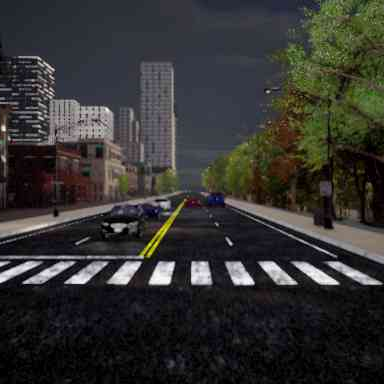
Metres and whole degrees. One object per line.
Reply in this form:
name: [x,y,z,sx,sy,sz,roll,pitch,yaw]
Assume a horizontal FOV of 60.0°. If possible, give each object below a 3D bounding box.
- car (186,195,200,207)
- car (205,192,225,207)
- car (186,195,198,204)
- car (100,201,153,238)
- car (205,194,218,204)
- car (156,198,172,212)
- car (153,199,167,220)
car: [0.135,1.331,47.298,1.994,1.385,4.181,0,0,-1]
car: [3.377,0.990,46.906,2.150,2.045,5.566,0,0,0]
car: [0.035,1.280,57.250,1.994,1.385,4.181,0,0,0]
car: [-3.394,1.407,17.159,2.128,1.511,4.902,0,0,-3]
car: [3.280,1.192,57.483,1.882,1.535,5.008,0,0,0]
car: [-3.320,1.346,36.539,1.812,1.442,4.674,0,0,0]
car: [-3.335,1.471,26.507,1.895,1.301,4.718,0,0,0]
